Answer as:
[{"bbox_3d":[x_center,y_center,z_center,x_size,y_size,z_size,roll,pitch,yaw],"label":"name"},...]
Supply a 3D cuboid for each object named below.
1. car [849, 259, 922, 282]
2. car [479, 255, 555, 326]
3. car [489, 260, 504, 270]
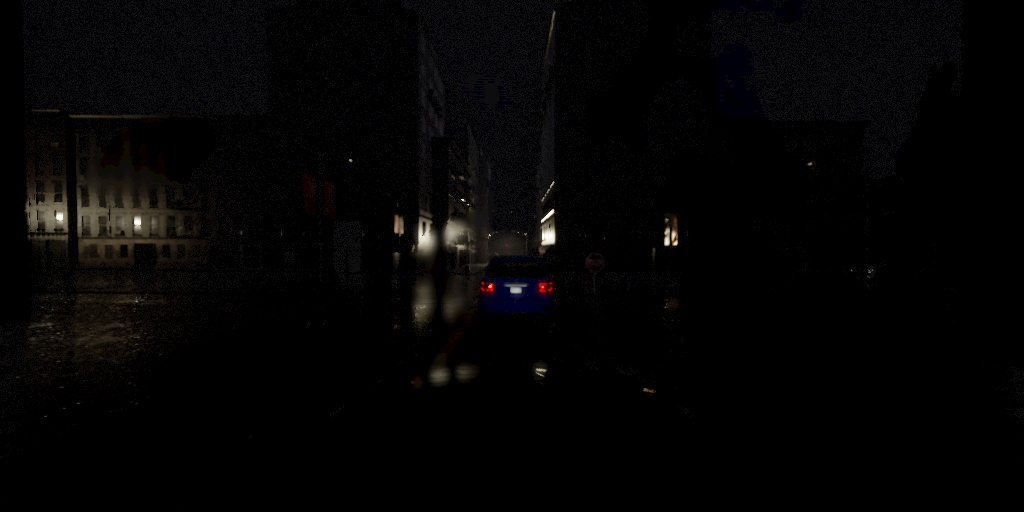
[{"bbox_3d":[30.794,1.168,29.648,4.553,1.767,2.097,0,1,0],"label":"car"},{"bbox_3d":[0.266,1.011,12.073,2.150,2.045,5.566,0,0,3],"label":"car"},{"bbox_3d":[-2.509,1.433,58.056,2.128,1.511,4.902,0,0,0],"label":"car"}]
